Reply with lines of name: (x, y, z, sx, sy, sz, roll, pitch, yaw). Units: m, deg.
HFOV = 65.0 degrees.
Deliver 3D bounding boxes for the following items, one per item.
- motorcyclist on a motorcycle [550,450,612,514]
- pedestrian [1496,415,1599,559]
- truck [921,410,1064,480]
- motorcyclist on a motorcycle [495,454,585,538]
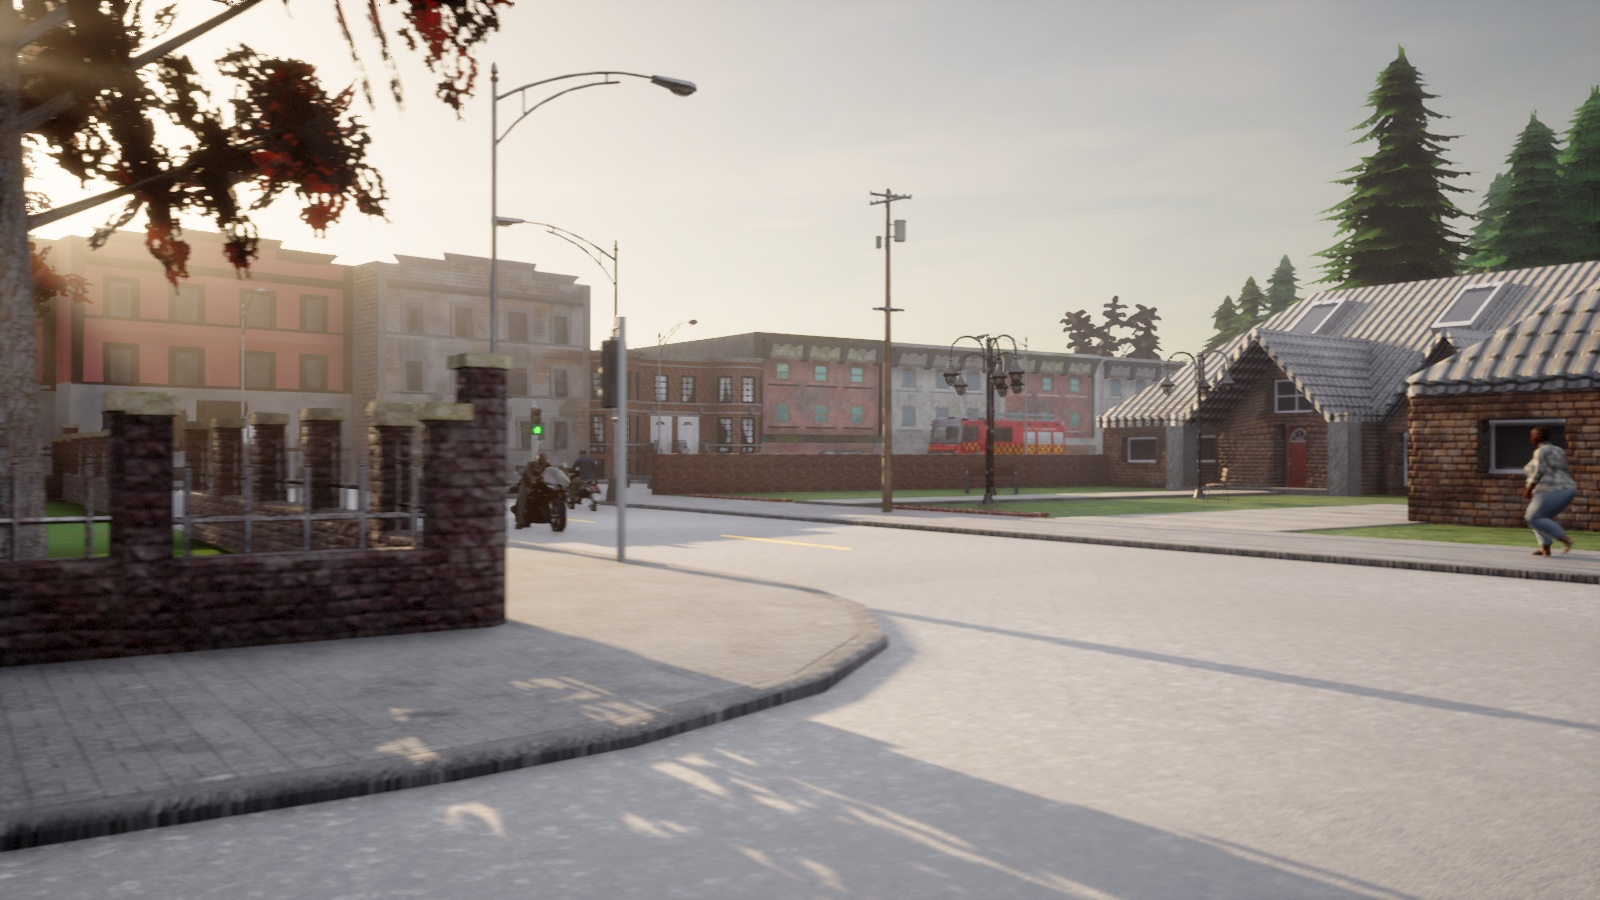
motorcyclist on a motorcycle: (-5.614, 0.790, 32.126, 0.866, 1.590, 1.817, 0, 0, -35)
pedestrian: (9.986, 0.476, 16.780, 0.874, 1.855, 0.900, 0, 0, -35)
truck: (11.108, -0.261, 72.041, 8.468, 3.827, 2.891, 0, 0, -35)
motorcyclist on a motorcycle: (-5.039, 0.851, 24.211, 0.866, 1.530, 2.191, 0, 0, -36)
